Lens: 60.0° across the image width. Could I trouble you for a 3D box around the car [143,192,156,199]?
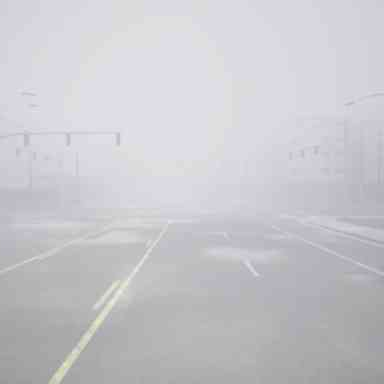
[{"bbox_3d":[-9.971,0.764,76.992,2.033,1.411,5.357,0,1,-23],"label":"car"}]
